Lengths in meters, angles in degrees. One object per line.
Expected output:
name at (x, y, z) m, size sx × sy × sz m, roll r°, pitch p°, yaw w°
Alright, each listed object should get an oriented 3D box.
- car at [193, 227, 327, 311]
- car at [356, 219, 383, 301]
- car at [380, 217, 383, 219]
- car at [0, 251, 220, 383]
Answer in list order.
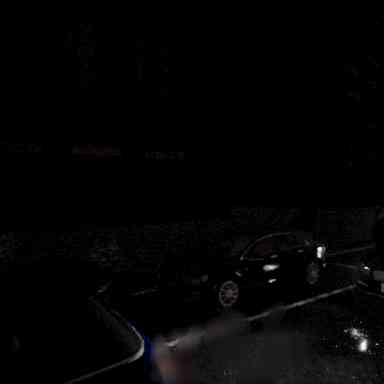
car at (1.289, 1.526, 7.580) m, size 4.403 × 1.369 × 2.008 m, roll 0°, pitch -1°, yaw -35°
car at (5.527, 1.450, 7.314) m, size 4.902 × 1.511 × 2.128 m, roll -1°, pitch 0°, yaw -36°
car at (9.241, 1.243, 13.258) m, size 5.009 × 1.841 × 2.192 m, roll 0°, pitch -1°, yaw -35°
car at (-2.292, 1.356, 1.744) m, size 4.553 × 1.767 × 2.097 m, roll 0°, pitch 0°, yaw -35°
